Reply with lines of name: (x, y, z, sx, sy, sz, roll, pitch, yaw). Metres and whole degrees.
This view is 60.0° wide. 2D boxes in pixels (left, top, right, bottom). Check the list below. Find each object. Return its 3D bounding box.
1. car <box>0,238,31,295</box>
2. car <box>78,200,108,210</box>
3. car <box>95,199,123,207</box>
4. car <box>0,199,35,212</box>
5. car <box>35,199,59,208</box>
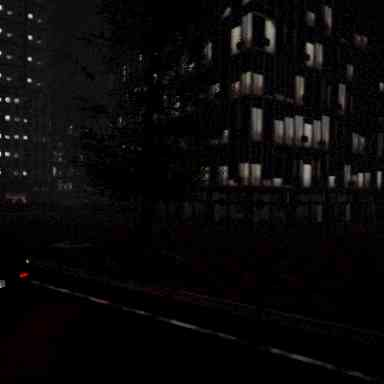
car: (-5.455, 1.555, 7.514, 4.674, 1.442, 1.812, 0, 0, 36)
car: (-15.390, 2.138, 51.889, 4.507, 1.381, 1.887, 0, 1, -34)
car: (-15.300, 1.981, 61.497, 4.829, 1.417, 1.752, 0, 1, -34)
car: (-24.741, 1.834, 45.482, 5.009, 1.841, 2.192, 0, 1, -34)
car: (-24.517, 1.933, 55.190, 4.403, 1.369, 2.008, 0, 1, -34)
